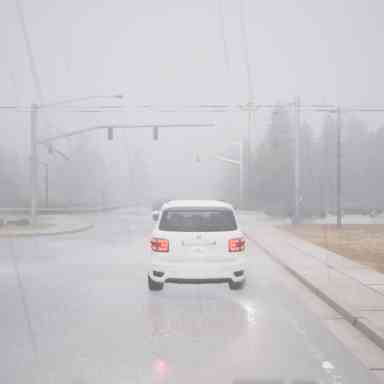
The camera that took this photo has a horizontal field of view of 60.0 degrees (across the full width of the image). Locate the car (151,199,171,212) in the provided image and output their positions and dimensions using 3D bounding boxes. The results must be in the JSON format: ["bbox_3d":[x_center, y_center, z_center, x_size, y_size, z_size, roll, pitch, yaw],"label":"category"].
[{"bbox_3d":[-3.615,1.563,39.451,1.994,1.385,4.181,0,0,0],"label":"car"}]

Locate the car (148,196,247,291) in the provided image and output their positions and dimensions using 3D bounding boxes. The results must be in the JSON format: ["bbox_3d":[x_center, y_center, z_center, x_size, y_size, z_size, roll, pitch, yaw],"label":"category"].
[{"bbox_3d":[0.062,1.218,9.178,2.150,2.045,5.566,0,0,-2],"label":"car"}]

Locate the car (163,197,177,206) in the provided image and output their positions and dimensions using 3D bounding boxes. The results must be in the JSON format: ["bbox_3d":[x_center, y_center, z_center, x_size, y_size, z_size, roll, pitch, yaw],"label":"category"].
[{"bbox_3d":[-3.594,1.563,54.387,1.994,1.385,4.181,0,0,0],"label":"car"}]

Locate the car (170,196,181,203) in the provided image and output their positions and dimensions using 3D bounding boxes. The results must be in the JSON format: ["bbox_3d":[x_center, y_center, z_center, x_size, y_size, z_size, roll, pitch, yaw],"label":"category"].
[{"bbox_3d":[-3.390,1.546,69.224,2.033,1.411,5.357,0,0,1],"label":"car"}]

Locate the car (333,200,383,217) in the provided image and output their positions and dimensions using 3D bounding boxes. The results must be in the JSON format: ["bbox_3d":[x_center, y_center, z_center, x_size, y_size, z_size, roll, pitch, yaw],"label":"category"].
[{"bbox_3d":[14.882,1.518,30.593,4.902,1.511,2.128,0,0,1],"label":"car"}]

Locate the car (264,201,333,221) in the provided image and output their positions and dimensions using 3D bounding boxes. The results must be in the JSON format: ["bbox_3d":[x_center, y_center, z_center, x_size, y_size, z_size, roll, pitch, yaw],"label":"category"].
[{"bbox_3d":[8.304,1.519,26.932,4.902,1.511,2.128,0,0,1],"label":"car"}]
